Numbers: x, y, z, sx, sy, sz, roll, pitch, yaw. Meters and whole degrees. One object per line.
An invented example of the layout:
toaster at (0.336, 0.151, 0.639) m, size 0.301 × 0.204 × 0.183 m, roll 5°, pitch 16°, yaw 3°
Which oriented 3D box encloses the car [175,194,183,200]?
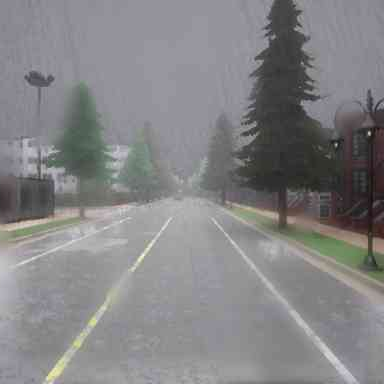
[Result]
car at (-3.500, 1.331, 88.345) m, size 2.097 × 1.767 × 4.553 m, roll 0°, pitch 0°, yaw 0°
